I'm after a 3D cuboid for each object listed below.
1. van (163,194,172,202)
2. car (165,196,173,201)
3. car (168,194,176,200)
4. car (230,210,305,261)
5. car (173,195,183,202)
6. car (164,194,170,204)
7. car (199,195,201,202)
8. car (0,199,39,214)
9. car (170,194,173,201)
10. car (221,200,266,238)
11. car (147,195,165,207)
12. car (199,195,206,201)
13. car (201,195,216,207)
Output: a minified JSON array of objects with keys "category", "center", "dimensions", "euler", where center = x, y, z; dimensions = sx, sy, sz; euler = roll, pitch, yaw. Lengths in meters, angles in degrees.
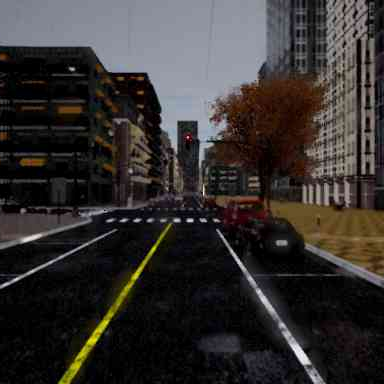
[{"category":"van","center":[-5.699,1.325,77.611],"dimensions":[1.690,1.788,3.998],"euler":[0,0,0]},{"category":"car","center":[-5.700,1.569,83.143],"dimensions":[1.802,1.307,4.206],"euler":[0,0,0]},{"category":"car","center":[-5.702,1.435,94.209],"dimensions":[1.967,1.590,4.097],"euler":[0,0,0]},{"category":"car","center":[2.691,1.556,12.037],"dimensions":[1.947,1.339,4.313],"euler":[0,0,0]},{"category":"car","center":[-3.010,1.578,76.542],"dimensions":[1.895,1.301,4.718],"euler":[0,0,0]},{"category":"car","center":[-5.697,1.527,61.013],"dimensions":[2.008,1.369,4.403],"euler":[0,0,0]},{"category":"car","center":[2.683,1.501,61.184],"dimensions":[1.752,1.417,4.829],"euler":[0,0,0]},{"category":"car","center":[-16.429,1.318,30.540],"dimensions":[4.403,1.369,2.008],"euler":[1,-1,-1]},{"category":"car","center":[-5.698,1.421,72.078],"dimensions":[1.967,1.590,4.097],"euler":[0,0,0]},{"category":"car","center":[2.690,1.301,17.560],"dimensions":[2.192,1.841,5.009],"euler":[0,0,0]},{"category":"car","center":[-5.695,1.524,49.947],"dimensions":[2.008,1.369,4.403],"euler":[0,0,0]},{"category":"car","center":[2.679,1.516,88.847],"dimensions":[1.752,1.417,4.829],"euler":[0,0,0]},{"category":"car","center":[2.685,1.519,49.948],"dimensions":[1.887,1.381,4.507],"euler":[0,0,0]}]
